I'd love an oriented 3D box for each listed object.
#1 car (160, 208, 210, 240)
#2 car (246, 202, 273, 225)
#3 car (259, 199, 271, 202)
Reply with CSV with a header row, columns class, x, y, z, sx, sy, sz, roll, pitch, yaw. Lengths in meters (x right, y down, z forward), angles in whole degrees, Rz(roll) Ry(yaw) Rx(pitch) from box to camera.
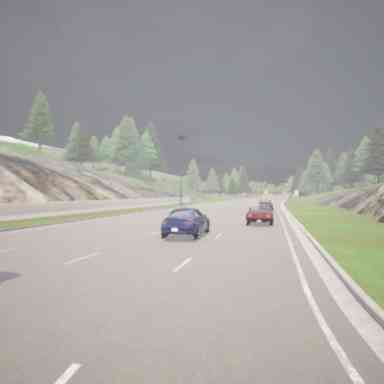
class,x,y,z,sx,sy,sz,roll,pitch,yaw
car,-0.272,1.561,17.344,1.812,1.442,4.674,1,0,13
car,5.150,1.711,25.082,1.895,1.301,4.718,1,0,14
car,9.270,1.683,42.201,2.128,1.511,4.902,1,0,14
